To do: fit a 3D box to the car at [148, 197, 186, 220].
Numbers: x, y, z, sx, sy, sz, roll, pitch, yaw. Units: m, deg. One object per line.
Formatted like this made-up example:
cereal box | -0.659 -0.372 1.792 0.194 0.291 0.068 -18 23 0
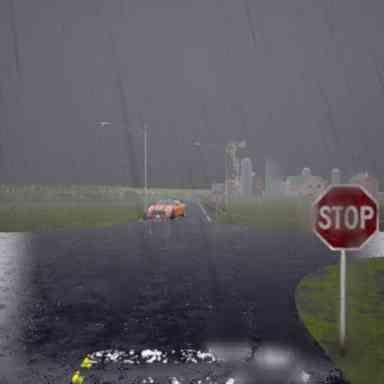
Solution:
car | -2.053 1.339 28.348 2.097 1.767 4.553 0 0 16
